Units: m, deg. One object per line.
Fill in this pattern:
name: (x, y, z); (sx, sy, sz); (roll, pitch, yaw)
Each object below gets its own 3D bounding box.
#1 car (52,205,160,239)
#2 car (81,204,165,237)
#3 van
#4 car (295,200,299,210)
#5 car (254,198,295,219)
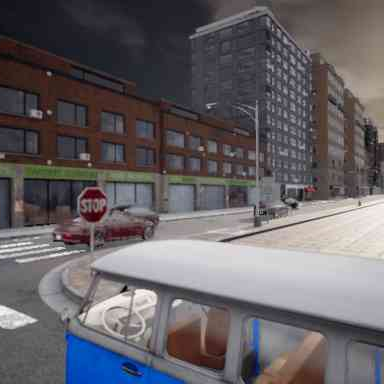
car: (-3.577, 1.486, 14.164); (1.812, 1.442, 4.674); (0, 0, 35)
car: (-3.754, 1.499, 18.962); (1.812, 1.442, 4.674); (0, 0, 36)
van: (0.778, 1.341, 2.261); (3.998, 1.788, 1.690); (0, 0, 36)
car: (11.194, 1.427, 39.776); (1.882, 1.535, 5.008); (0, 0, 36)
car: (7.039, 1.454, 28.953); (1.837, 1.490, 4.892); (0, 0, 36)
